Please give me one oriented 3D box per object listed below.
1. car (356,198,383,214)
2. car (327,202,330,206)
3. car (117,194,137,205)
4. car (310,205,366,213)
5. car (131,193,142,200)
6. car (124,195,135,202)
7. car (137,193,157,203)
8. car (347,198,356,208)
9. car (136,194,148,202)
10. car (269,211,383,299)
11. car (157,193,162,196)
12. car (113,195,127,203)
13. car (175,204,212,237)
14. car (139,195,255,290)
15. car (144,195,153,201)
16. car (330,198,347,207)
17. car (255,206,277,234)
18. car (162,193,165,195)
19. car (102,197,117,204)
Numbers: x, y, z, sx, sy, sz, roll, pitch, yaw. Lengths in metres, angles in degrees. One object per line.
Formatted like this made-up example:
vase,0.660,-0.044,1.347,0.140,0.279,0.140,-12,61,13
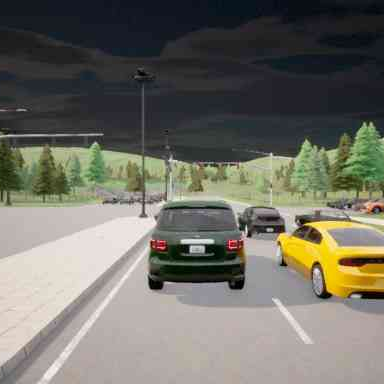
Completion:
car,19.992,1.351,34.425,4.553,1.767,2.097,0,0,0
car,21.038,1.548,44.920,5.357,1.411,2.033,0,0,1
car,-11.709,1.526,60.205,1.812,1.442,4.674,0,0,1
car,7.074,1.601,17.887,1.895,1.301,4.718,0,0,0
car,-15.139,1.224,91.232,2.150,2.045,5.566,0,0,0
car,-15.134,1.478,80.690,1.882,1.535,5.008,0,0,0
car,-8.164,1.491,60.555,2.128,1.511,4.902,0,0,0
car,20.686,1.526,37.925,4.674,1.442,1.812,0,0,1
car,-11.630,1.355,78.162,2.097,1.767,4.553,0,0,0
car,3.586,1.478,8.488,1.882,1.535,5.008,0,0,0
car,-8.115,1.355,69.635,2.097,1.767,4.553,0,0,0
car,-15.116,1.500,70.302,1.837,1.490,4.892,0,0,0
car,0.072,1.505,19.089,1.837,1.490,4.892,0,0,0
car,0.088,1.221,9.232,2.150,2.045,5.566,0,0,0
car,-11.646,1.552,89.007,1.994,1.385,4.181,0,0,0
car,20.301,1.505,41.429,4.892,1.490,1.837,0,0,1
car,3.574,1.505,17.712,1.837,1.490,4.892,0,0,0
car,-8.130,1.552,78.144,1.994,1.385,4.181,0,0,0
car,-15.154,1.564,61.629,1.994,1.385,4.181,0,0,0
